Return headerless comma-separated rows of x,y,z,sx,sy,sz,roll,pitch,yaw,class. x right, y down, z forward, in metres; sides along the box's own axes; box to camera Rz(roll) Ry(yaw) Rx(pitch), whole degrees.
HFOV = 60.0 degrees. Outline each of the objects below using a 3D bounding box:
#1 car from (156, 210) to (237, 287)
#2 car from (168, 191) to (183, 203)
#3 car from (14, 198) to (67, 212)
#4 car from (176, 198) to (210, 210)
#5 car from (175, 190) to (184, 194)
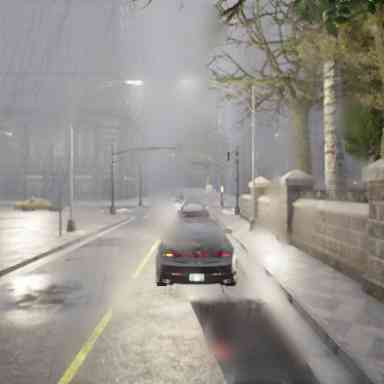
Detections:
0.099,1.465,9.165,1.837,1.490,4.892,0,0,0,car
-3.076,1.141,57.503,2.128,1.511,4.902,0,1,0,car
-14.933,1.254,32.896,4.829,1.417,1.752,1,0,0,car
0.100,1.387,20.564,1.882,1.535,5.008,0,0,0,car
-3.001,0.695,72.995,2.150,2.045,5.566,0,1,0,car
